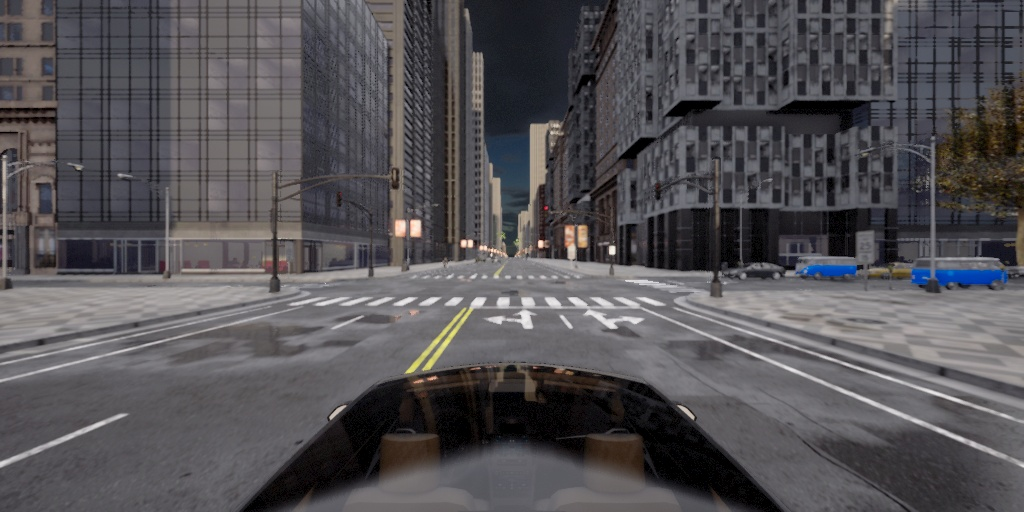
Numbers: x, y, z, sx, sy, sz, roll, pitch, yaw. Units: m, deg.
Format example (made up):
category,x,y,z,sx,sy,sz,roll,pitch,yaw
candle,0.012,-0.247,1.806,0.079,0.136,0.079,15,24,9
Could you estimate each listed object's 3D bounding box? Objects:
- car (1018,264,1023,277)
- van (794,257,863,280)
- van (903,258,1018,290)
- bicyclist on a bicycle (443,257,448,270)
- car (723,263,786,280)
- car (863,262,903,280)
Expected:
category,x,y,z,sx,sy,sz,roll,pitch,yaw
car,41.601,1.140,28.307,4.403,1.370,2.007,0,0,0
van,24.746,0.963,28.380,3.998,1.789,1.690,0,0,0
van,24.711,0.978,19.855,3.998,1.789,1.690,0,0,0
bicyclist on a bicycle,-8.756,1.004,46.963,0.659,1.776,1.843,0,0,0
car,19.128,1.185,28.405,4.403,1.370,2.007,0,0,0
car,30.194,1.136,28.357,4.829,1.417,1.751,0,0,0
